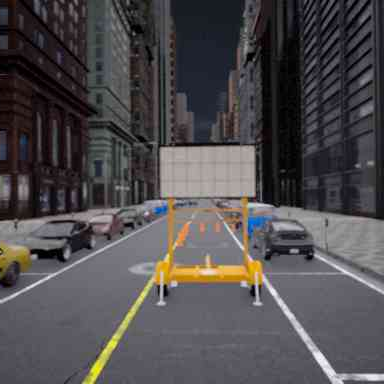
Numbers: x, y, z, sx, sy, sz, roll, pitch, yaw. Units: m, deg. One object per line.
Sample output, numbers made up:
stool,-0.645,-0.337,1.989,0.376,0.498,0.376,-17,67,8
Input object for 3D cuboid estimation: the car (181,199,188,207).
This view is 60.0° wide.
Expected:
car,-2.645,2.598,75.073,1.887,1.381,4.507,-1,-1,2

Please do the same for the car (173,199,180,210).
car,-3.564,2.058,52.550,2.192,1.841,5.009,-1,-1,2

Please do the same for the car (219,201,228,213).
car,4.270,1.975,35.324,2.008,1.369,4.403,-1,-1,2

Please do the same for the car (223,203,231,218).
car,4.041,1.932,29.692,1.802,1.307,4.206,-1,-1,2

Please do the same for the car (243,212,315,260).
car,3.354,1.683,12.799,2.008,1.369,4.403,-1,-1,2

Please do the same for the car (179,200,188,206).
car,-2.187,2.778,86.335,1.947,1.339,4.313,-1,-1,2

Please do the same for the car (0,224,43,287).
car,-5.401,1.677,7.326,1.752,1.417,4.829,-1,-1,2

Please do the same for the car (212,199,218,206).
car,5.183,2.042,57.850,2.192,1.841,5.009,-1,-1,2

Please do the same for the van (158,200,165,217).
van,-4.251,1.858,35.656,1.690,1.788,3.998,-1,-1,2

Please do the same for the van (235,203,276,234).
van,3.580,1.545,18.433,1.690,1.788,3.998,-1,-1,2

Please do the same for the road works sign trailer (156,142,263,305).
road works sign trailer,0.396,0.569,8.314,2.380,3.560,2.880,-1,-1,2

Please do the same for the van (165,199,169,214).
van,-4.022,1.933,41.287,1.690,1.788,3.998,-1,-1,2

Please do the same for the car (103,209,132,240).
car,-4.935,1.879,18.758,1.802,1.307,4.206,-1,-1,2

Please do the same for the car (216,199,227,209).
car,4.728,2.119,46.585,1.887,1.381,4.507,-1,-1,2

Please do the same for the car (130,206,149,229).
car,-4.707,1.935,24.390,1.947,1.339,4.313,-1,-1,2

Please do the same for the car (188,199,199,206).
car,0.321,2.641,79.959,2.033,1.411,5.357,-1,-1,2

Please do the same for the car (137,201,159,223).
car,-4.479,1.883,30.023,1.967,1.590,4.097,-1,-1,2

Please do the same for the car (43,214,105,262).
car,-5.164,1.791,13.126,1.947,1.339,4.313,-1,-1,2

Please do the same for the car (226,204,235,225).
car,3.811,1.828,24.061,2.008,1.369,4.403,-1,-1,2
